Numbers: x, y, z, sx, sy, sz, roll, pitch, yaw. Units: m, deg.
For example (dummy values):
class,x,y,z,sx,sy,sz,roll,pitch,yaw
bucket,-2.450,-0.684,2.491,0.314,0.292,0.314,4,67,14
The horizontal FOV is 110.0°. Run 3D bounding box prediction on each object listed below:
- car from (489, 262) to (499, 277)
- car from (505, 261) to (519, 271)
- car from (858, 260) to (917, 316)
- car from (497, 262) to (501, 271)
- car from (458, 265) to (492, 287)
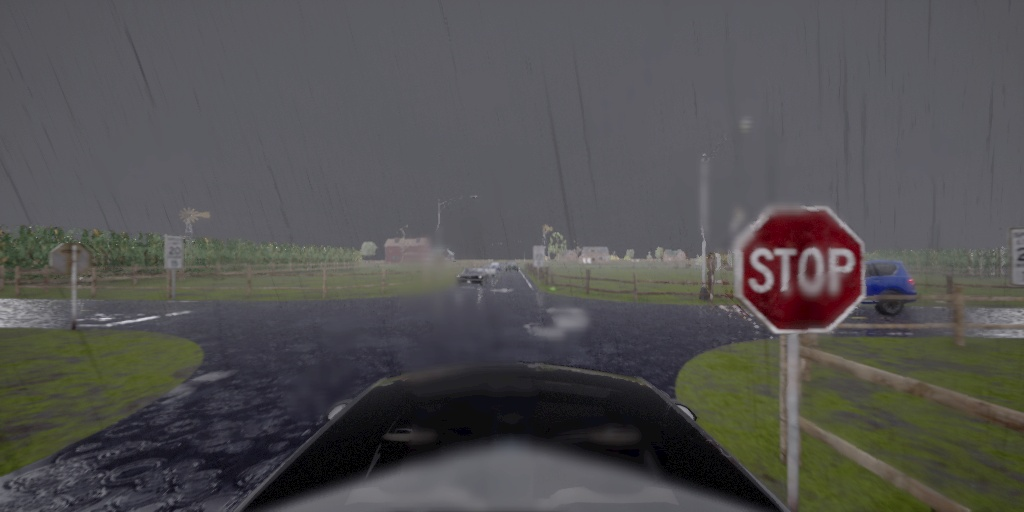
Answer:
class,x,y,z,sx,sy,sz,roll,pitch,yaw
car,-2.852,1.686,40.463,1.895,1.301,4.718,0,-1,0
car,-0.004,1.595,58.893,2.097,1.767,4.553,0,0,0
car,12.564,1.189,14.352,5.566,2.045,2.150,0,0,2
car,-2.787,1.776,59.791,1.812,1.442,4.674,0,-1,1
car,-2.888,1.572,27.273,1.895,1.301,4.718,0,0,1
